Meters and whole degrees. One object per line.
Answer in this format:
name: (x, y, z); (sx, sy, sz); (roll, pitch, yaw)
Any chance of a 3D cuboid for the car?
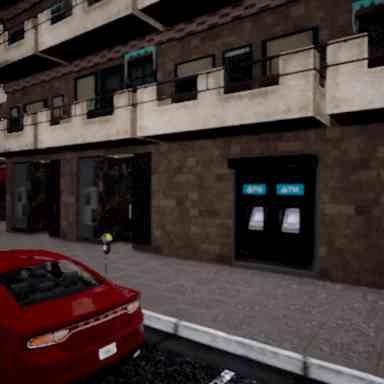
car: (-2.705, 1.515, 4.770); (4.507, 1.381, 1.887); (0, 0, 35)
